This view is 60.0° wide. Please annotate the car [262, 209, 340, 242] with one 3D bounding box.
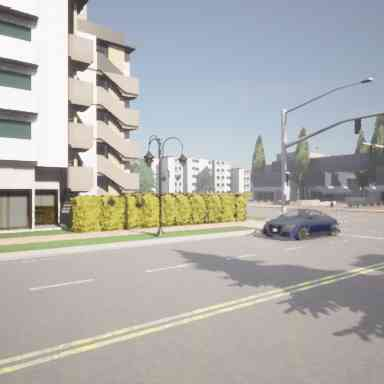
[{"bbox_3d":[5.448,1.563,16.485,4.181,1.385,1.994,0,0,-36],"label":"car"}]
